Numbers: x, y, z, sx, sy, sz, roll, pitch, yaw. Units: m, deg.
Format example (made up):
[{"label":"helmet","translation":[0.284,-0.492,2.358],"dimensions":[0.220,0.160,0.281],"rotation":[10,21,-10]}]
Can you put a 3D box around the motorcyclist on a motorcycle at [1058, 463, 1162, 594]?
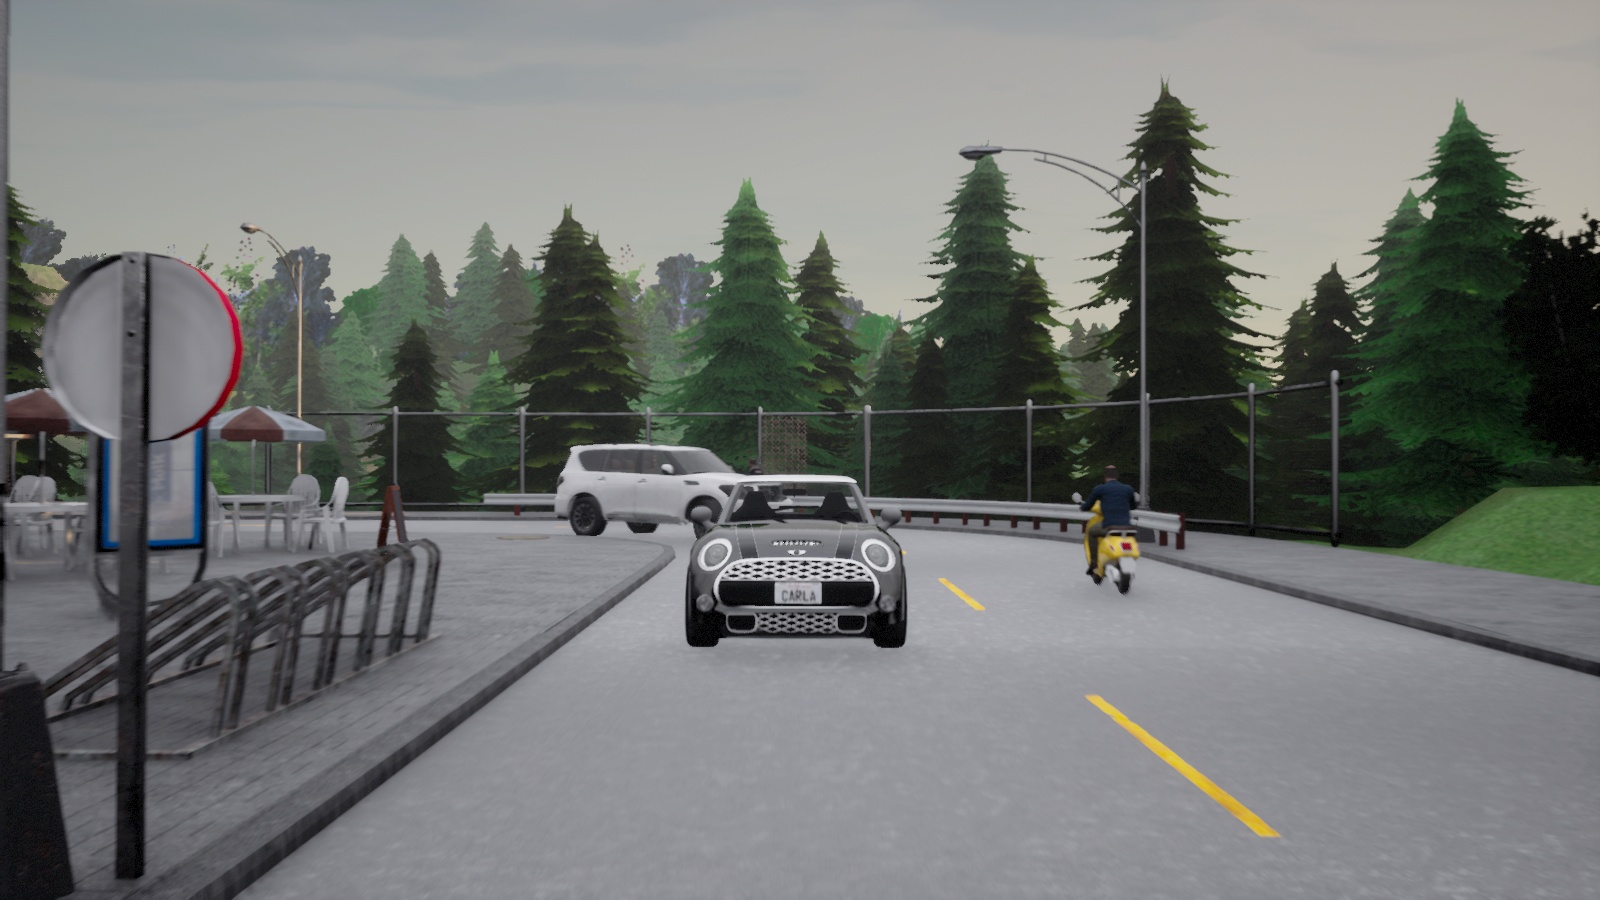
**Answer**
[{"label":"motorcyclist on a motorcycle","translation":[3.959,0.964,16.189],"dimensions":[0.866,1.590,1.817],"rotation":[0,-1,0]}]

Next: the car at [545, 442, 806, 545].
[{"label":"car","translation":[-2.783,0.908,27.402],"dimensions":[5.566,2.045,2.150],"rotation":[-1,-1,34]}]

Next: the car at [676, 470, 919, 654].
[{"label":"car","translation":[-0.029,0.937,12.084],"dimensions":[1.970,1.475,3.806],"rotation":[0,-1,0]}]
